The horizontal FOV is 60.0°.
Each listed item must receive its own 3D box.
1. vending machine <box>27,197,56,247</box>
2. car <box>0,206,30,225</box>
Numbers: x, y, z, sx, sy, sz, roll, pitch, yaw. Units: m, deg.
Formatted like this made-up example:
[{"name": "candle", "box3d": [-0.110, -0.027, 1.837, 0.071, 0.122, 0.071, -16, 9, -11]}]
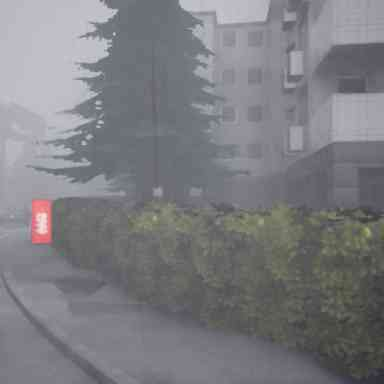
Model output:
[{"name": "vending machine", "box3d": [-6.681, 1.293, 14.804, 1.100, 2.100, 0.880, 1, -1, -22]}, {"name": "car", "box3d": [-13.062, 1.722, 25.629, 1.994, 1.385, 4.181, 0, -1, -7]}]
